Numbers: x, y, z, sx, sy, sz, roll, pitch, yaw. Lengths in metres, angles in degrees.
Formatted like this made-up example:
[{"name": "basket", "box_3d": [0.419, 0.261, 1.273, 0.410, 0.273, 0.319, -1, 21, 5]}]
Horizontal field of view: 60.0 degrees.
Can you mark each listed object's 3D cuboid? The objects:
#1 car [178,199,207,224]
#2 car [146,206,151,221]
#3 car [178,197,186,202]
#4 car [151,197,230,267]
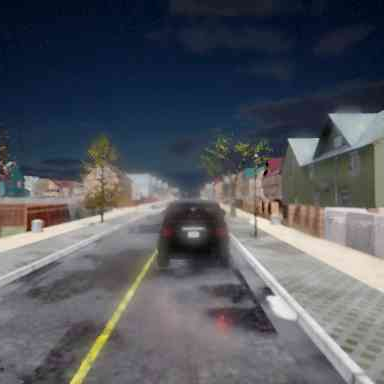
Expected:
[{"name": "car", "box_3d": [0.066, 1.431, 26.142, 2.097, 1.767, 4.553, 0, 0, 0]}, {"name": "car", "box_3d": [-2.804, 1.690, 28.699, 1.895, 1.301, 4.718, 0, 0, 0]}, {"name": "car", "box_3d": [-2.723, 1.974, 89.231, 1.994, 1.385, 4.181, 0, 0, 0]}, {"name": "car", "box_3d": [0.069, 1.255, 11.712, 2.150, 2.045, 5.566, 0, 0, 0]}]
